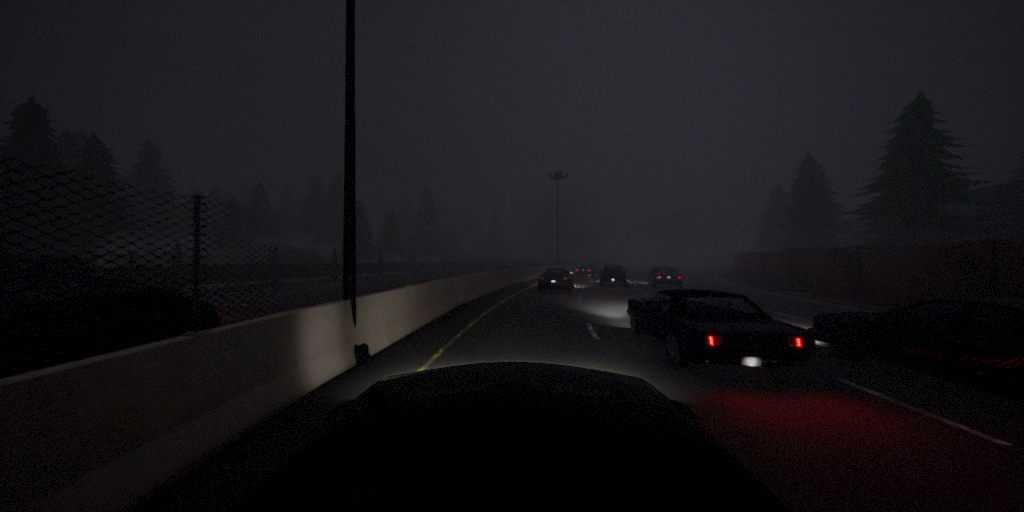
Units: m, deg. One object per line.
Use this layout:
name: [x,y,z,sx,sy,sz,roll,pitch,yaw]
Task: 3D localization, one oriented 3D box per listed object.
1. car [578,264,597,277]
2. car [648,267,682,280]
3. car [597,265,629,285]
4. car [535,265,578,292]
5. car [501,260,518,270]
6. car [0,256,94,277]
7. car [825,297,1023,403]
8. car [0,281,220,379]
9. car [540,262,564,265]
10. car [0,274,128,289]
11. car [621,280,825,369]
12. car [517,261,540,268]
car: [8.317,1.527,38.938,2.033,1.411,5.357,0,0,24]
car: [10.740,1.446,25.314,2.033,1.411,5.357,0,0,16]
car: [7.777,1.415,27.369,1.837,1.490,4.892,0,0,17]
car: [2.831,1.442,22.474,1.994,1.385,4.181,0,0,13]
car: [0.048,1.434,54.069,2.097,1.767,4.553,0,0,29]
car: [-13.691,1.010,8.635,2.150,2.045,5.566,0,-1,5]
car: [7.263,1.322,5.308,2.033,1.411,5.357,0,0,3]
car: [-6.877,1.275,5.175,1.837,1.490,4.892,-1,-1,3]
car: [6.135,1.599,50.612,1.837,1.490,4.892,0,0,29]
car: [-10.213,1.277,7.973,2.128,1.511,4.902,0,0,5]
car: [3.967,1.390,7.890,1.895,1.301,4.718,0,0,4]
car: [3.084,1.615,52.327,1.837,1.490,4.892,0,0,29]
